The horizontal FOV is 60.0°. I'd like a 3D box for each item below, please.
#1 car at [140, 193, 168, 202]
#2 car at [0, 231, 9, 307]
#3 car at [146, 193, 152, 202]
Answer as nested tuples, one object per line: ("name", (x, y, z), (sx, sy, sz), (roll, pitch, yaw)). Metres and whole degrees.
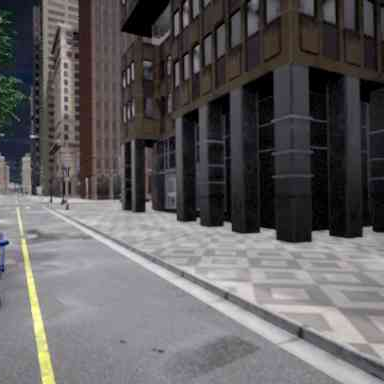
("car", (-7.618, 1.087, 66.685), (5.009, 1.841, 2.192), (0, -1, -28))
("car", (-5.265, 1.450, 7.423), (1.882, 1.535, 5.008), (0, 0, -28))
("car", (-8.419, 1.093, 56.604), (4.097, 1.590, 1.967), (0, -1, -28))
